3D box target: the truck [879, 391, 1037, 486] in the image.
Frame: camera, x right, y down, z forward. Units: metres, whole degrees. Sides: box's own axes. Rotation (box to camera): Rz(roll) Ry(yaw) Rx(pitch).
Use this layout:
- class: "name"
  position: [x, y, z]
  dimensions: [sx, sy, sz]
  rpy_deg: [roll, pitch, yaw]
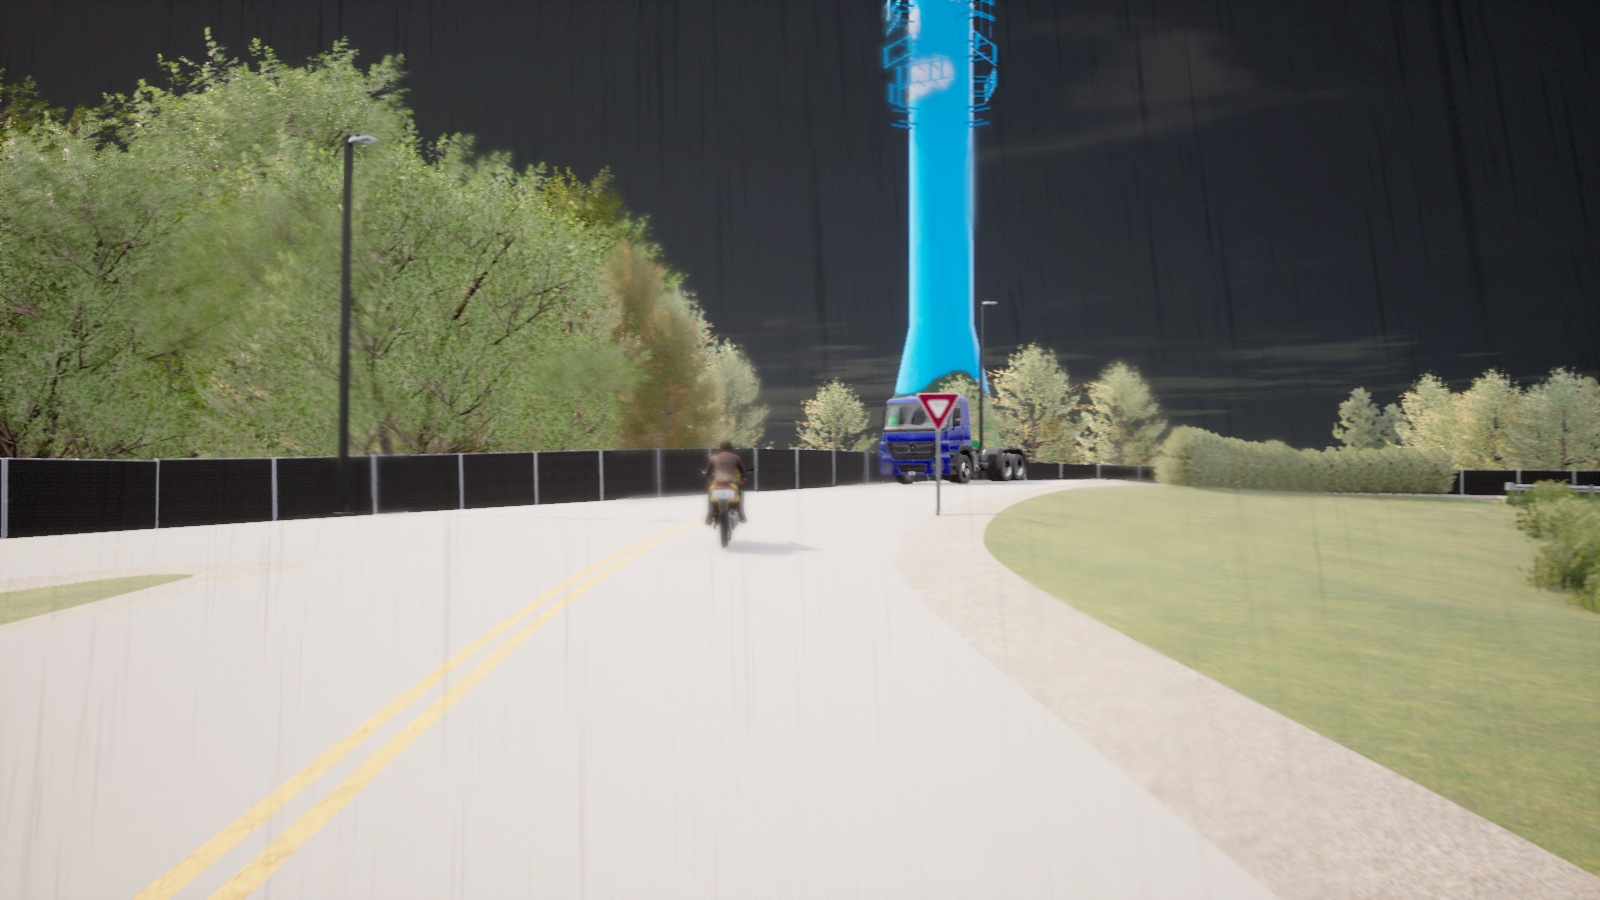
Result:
- class: "truck"
  position: [6.425, -0.417, 49.816]
  dimensions: [2.891, 3.462, 7.936]
  rpy_deg: [-1, 0, 34]

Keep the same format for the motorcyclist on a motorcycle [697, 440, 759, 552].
- class: "motorcyclist on a motorcycle"
  position: [-1.024, 0.622, 18.205]
  dimensions: [0.797, 1.523, 2.044]
  rpy_deg: [0, 0, -1]
